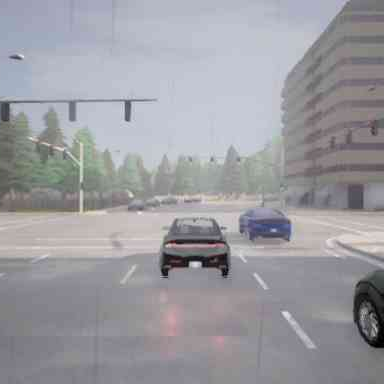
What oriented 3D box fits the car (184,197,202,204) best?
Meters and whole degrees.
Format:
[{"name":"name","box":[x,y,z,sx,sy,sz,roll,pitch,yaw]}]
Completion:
[{"name":"car","box":[0.232,1.841,72.012,1.895,1.301,4.718,0,0,31]}]

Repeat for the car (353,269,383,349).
[{"name":"car","box":[3.600,1.363,3.450,2.097,1.767,4.553,0,0,0]}]

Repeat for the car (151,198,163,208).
[{"name":"car","box":[-6.361,1.706,52.875,1.812,1.442,4.674,0,0,8]}]

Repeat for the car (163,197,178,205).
[{"name":"car","box":[-4.216,1.719,62.844,1.837,1.490,4.892,0,0,20]}]

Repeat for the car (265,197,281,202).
[{"name":"car","box":[19.796,1.827,80.649,4.181,1.385,1.994,0,0,-26]}]

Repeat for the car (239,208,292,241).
[{"name":"car","box":[3.599,1.537,17.078,1.882,1.535,5.008,0,0,0]}]

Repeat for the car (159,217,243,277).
[{"name":"car","box":[0.081,1.527,10.352,2.128,1.511,4.902,0,0,0]}]

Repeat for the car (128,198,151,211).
[{"name":"car","box":[-6.979,1.672,42.972,1.812,1.442,4.674,0,0,2]}]
